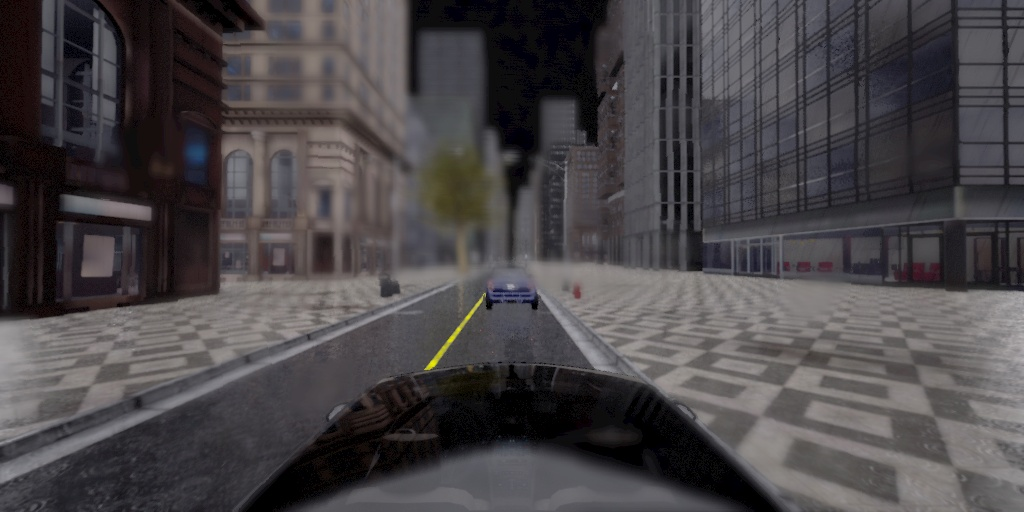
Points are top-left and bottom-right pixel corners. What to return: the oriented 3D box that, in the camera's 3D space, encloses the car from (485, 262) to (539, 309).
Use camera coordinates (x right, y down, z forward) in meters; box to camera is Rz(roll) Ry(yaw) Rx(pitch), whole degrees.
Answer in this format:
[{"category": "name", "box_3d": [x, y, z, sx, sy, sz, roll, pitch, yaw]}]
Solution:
[{"category": "car", "box_3d": [0.000, 1.239, 15.929, 2.097, 1.767, 4.553, 0, -1, 0]}]
